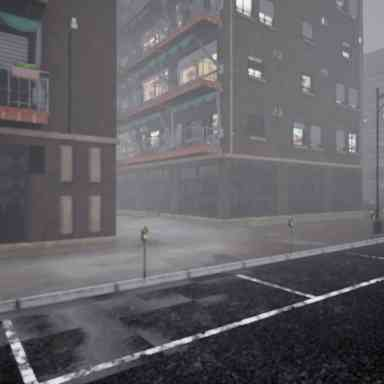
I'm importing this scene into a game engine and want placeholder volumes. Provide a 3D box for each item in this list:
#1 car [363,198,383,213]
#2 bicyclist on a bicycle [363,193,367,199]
[{"bbox_3d":[17.746,1.330,32.438,2.008,1.369,4.403,1,0,-36],"label":"car"},{"bbox_3d":[22.979,0.995,44.465,1.656,1.620,0.582,0,1,-36],"label":"bicyclist on a bicycle"}]
